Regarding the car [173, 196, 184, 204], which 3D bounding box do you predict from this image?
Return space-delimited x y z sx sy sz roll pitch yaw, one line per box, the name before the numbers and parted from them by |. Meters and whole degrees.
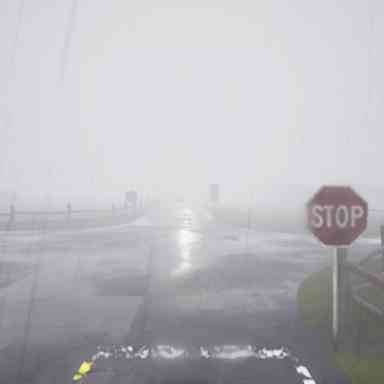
car | -2.592 1.571 65.660 1.994 1.385 4.181 0 0 0
